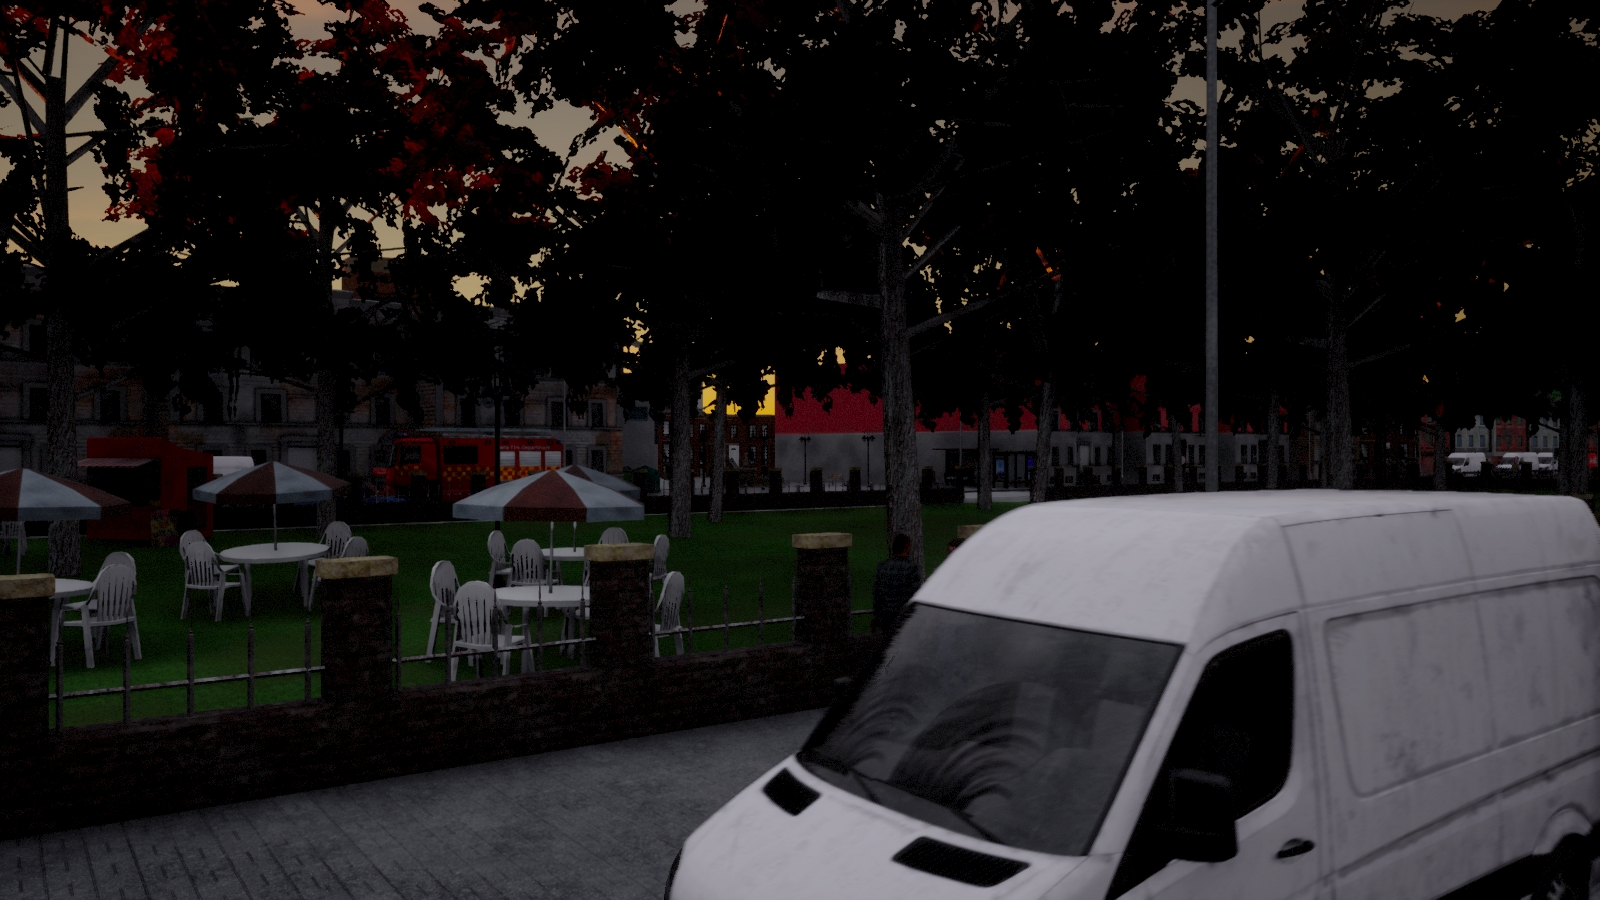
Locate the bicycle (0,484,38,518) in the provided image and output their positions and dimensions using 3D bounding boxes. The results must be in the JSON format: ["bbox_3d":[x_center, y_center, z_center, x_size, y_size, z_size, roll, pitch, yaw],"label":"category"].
[{"bbox_3d":[-30.089,1.940,43.427,1.835,1.271,0.329,0,0,-36],"label":"bicycle"}]

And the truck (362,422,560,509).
[{"bbox_3d":[-15.884,0.671,53.854,8.468,3.827,2.891,0,0,-35],"label":"truck"}]

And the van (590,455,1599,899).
[{"bbox_3d":[2.077,1.315,5.867,5.915,2.561,1.988,0,0,-35],"label":"van"}]

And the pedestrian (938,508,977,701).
[{"bbox_3d":[1.577,1.525,11.412,0.375,1.860,0.375,0,0,11],"label":"pedestrian"}]

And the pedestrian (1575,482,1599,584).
[{"bbox_3d":[14.676,1.525,21.222,0.375,1.860,0.375,0,0,-40],"label":"pedestrian"}]

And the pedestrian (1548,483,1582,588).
[{"bbox_3d":[13.833,1.526,20.653,0.375,1.860,0.375,0,0,-25],"label":"pedestrian"}]

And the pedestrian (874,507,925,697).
[{"bbox_3d":[1.013,1.525,11.637,0.375,1.860,0.375,0,0,39],"label":"pedestrian"}]
